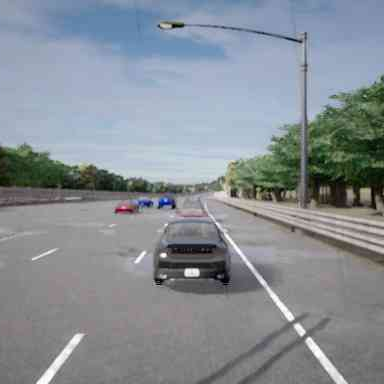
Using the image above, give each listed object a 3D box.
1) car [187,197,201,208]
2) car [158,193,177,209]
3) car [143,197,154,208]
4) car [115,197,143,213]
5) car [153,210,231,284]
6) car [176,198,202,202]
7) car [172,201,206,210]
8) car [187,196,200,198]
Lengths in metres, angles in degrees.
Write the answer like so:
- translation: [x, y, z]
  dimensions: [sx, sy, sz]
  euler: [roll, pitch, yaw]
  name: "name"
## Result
- translation: [0.348, 1.464, 47.515]
  dimensions: [1.812, 1.442, 4.674]
  euler: [0, 0, 2]
  name: "car"
- translation: [-3.249, 1.178, 44.970]
  dimensions: [2.150, 2.045, 5.566]
  euler: [0, 0, 2]
  name: "car"
- translation: [-6.662, 1.459, 47.421]
  dimensions: [1.882, 1.535, 5.008]
  euler: [0, 0, 2]
  name: "car"
- translation: [-6.905, 1.531, 35.767]
  dimensions: [1.994, 1.385, 4.181]
  euler: [0, 0, 1]
  name: "car"
- translation: [0.001, 1.479, 9.512]
  dimensions: [1.837, 1.490, 4.892]
  euler: [0, 0, 0]
  name: "car"
- translation: [0.003, 1.451, 24.734]
  dimensions: [1.837, 1.490, 4.892]
  euler: [0, 0, 0]
  name: "car"
- translation: [0.010, 1.477, 18.706]
  dimensions: [1.812, 1.442, 4.674]
  euler: [0, 0, 0]
  name: "car"
- translation: [0.077, 1.285, 34.890]
  dimensions: [2.097, 1.767, 4.553]
  euler: [0, 0, 1]
  name: "car"
